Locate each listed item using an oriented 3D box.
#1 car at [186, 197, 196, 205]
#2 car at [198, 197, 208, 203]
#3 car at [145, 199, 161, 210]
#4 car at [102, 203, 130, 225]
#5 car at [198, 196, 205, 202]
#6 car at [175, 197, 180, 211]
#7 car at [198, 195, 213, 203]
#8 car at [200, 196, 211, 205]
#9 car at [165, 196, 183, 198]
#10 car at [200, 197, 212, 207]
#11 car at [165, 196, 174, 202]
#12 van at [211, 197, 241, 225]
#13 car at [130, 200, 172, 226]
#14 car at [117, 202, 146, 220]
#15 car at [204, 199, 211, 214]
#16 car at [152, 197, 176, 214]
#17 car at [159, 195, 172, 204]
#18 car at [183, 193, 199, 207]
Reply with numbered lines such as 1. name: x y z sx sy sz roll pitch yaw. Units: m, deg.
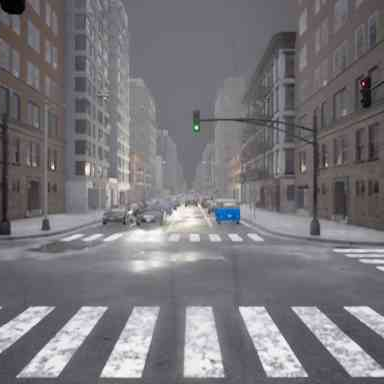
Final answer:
1. car: -0.131 1.694 64.919 1.882 1.535 5.008 0 0 0
2. car: 2.485 1.798 75.924 2.008 1.369 4.403 0 0 0
3. car: -5.483 1.691 47.326 1.752 1.417 4.829 0 0 0
4. car: -5.439 1.639 24.768 2.008 1.369 4.403 0 0 0
5. car: 2.463 1.846 87.286 1.947 1.339 4.313 0 0 0
6. car: -2.934 1.716 42.989 1.994 1.385 4.181 0 0 0
7. car: 2.530 1.497 53.200 2.192 1.841 5.009 0 0 0
8. car: 2.508 1.655 64.562 1.967 1.590 4.097 0 0 0
9. car: -2.913 1.746 53.012 1.994 1.385 4.181 0 0 1
10. car: 2.542 1.748 47.517 1.802 1.307 4.206 0 0 0
11. car: -5.551 1.704 81.586 1.967 1.590 4.097 0 0 0
12. van: 2.586 1.430 24.793 1.690 1.788 3.998 0 0 0
13. car: -2.887 1.579 24.321 2.128 1.511 4.902 0 0 -1
14. car: -5.450 1.654 30.450 1.887 1.381 4.507 0 0 0
15. car: 2.564 1.711 36.155 1.802 1.307 4.206 0 0 0
16. car: -2.919 1.598 33.764 1.882 1.535 5.008 0 0 0
17. car: -5.529 1.546 70.223 2.192 1.841 5.009 0 0 0
18. car: -0.111 1.539 54.887 2.097 1.767 4.553 0 0 0
